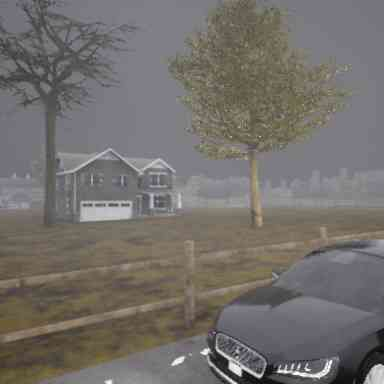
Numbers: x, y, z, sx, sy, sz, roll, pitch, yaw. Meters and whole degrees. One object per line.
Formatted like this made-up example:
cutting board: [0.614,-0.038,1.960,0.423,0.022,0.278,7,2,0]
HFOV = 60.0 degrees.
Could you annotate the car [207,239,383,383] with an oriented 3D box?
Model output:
car: [2.466,1.506,4.683,4.892,1.490,1.837,-1,0,-33]
